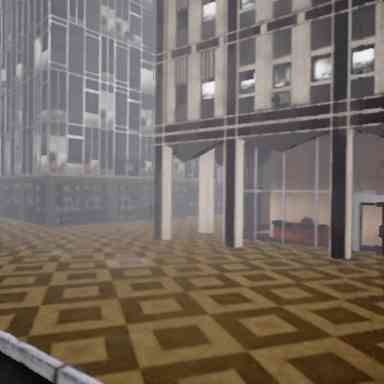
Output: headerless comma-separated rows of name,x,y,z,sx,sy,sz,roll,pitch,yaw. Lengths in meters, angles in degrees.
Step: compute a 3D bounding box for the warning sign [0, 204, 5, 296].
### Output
warning sign,-4.633,1.158,6.564,1.060,1.860,1.300,1,-1,38
